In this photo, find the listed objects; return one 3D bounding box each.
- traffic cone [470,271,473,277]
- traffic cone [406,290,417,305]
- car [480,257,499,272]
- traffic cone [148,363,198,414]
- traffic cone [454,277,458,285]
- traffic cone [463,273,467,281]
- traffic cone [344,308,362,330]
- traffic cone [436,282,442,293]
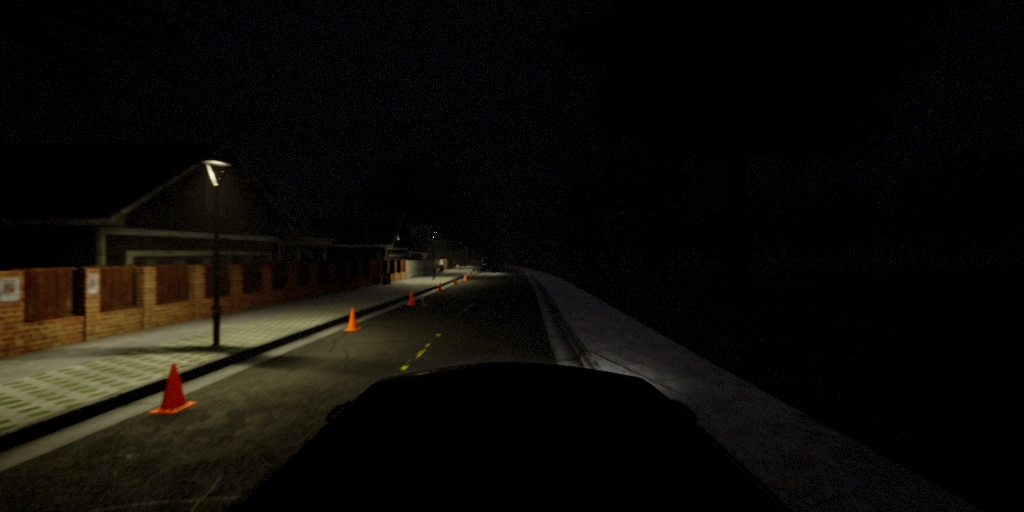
[{"bbox_3d":[-3.917,1.754,34.599,0.340,0.580,0.340,0,0,-1],"label":"traffic cone"},{"bbox_3d":[-4.136,1.696,14.757,0.340,0.580,0.340,0,0,2],"label":"traffic cone"},{"bbox_3d":[-3.078,1.093,47.787,2.150,2.045,5.566,0,-1,-10],"label":"car"},{"bbox_3d":[-4.418,1.695,4.685,0.340,0.580,0.340,0,0,1],"label":"traffic cone"},{"bbox_3d":[-3.870,1.717,24.675,0.340,0.580,0.340,0,0,1],"label":"traffic cone"},{"bbox_3d":[-3.854,1.733,29.638,0.340,0.580,0.340,0,0,0],"label":"traffic cone"},{"bbox_3d":[-4.318,1.694,9.724,0.340,0.580,0.340,0,0,2],"label":"traffic cone"},{"bbox_3d":[-3.964,1.704,19.715,0.340,0.580,0.340,0,0,2],"label":"traffic cone"}]
